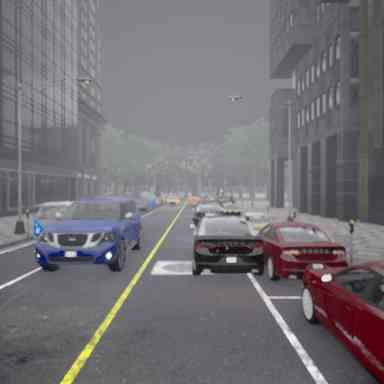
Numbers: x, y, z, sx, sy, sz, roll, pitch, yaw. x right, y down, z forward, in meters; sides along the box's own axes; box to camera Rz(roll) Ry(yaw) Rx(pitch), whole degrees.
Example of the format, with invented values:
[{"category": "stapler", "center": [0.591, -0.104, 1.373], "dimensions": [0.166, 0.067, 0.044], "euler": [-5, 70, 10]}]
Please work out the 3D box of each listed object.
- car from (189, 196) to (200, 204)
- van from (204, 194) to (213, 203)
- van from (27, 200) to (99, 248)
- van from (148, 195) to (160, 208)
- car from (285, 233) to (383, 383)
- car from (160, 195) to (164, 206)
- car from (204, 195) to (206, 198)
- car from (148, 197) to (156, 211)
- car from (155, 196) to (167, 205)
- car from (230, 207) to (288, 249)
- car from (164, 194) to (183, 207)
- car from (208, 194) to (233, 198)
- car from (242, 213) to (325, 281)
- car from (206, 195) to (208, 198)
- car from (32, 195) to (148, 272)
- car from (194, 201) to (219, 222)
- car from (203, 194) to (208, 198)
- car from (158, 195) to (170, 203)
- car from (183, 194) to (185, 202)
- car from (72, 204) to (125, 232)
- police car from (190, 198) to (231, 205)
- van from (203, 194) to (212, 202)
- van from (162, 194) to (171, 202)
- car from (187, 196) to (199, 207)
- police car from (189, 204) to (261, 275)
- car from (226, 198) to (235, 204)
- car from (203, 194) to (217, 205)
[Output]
[{"category": "car", "center": [0.389, 1.458, 62.161], "dimensions": [1.994, 1.385, 4.181], "euler": [0, 0, 0]}, {"category": "van", "center": [3.161, 1.232, 64.031], "dimensions": [1.690, 1.788, 3.998], "euler": [0, 0, 0]}, {"category": "van", "center": [-5.670, 1.311, 15.148], "dimensions": [1.690, 1.788, 3.998], "euler": [0, 0, 0]}, {"category": "van", "center": [-5.500, 1.264, 42.335], "dimensions": [1.690, 1.788, 3.998], "euler": [0, 0, 0]}, {"category": "car", "center": [2.788, 1.536, 4.220], "dimensions": [1.887, 1.381, 4.507], "euler": [0, 0, 0]}, {"category": "car", "center": [-5.467, 1.440, 47.603], "dimensions": [1.752, 1.417, 4.829], "euler": [0, 0, 0]}, {"category": "car", "center": [3.060, 1.459, 47.719], "dimensions": [1.887, 1.381, 4.507], "euler": [0, 0, 0]}, {"category": "car", "center": [-5.533, 1.497, 36.898], "dimensions": [1.947, 1.339, 4.313], "euler": [0, 0, 0]}, {"category": "car", "center": [-5.398, 1.424, 58.478], "dimensions": [1.752, 1.417, 4.829], "euler": [0, 0, 0]}, {"category": "car", "center": [2.857, 1.495, 15.264], "dimensions": [1.752, 1.417, 4.829], "euler": [0, 0, 0]}, {"category": "car", "center": [-2.778, 1.388, 50.012], "dimensions": [1.882, 1.535, 5.008], "euler": [0, 0, 0]}, {"category": "car", "center": [2.957, 1.255, 31.406], "dimensions": [2.192, 1.841, 5.009], "euler": [0, 0, 0]}, {"category": "car", "center": [2.822, 1.525, 9.657], "dimensions": [1.887, 1.381, 4.507], "euler": [0, 0, 0]}, {"category": "car", "center": [3.027, 1.448, 42.451], "dimensions": [1.752, 1.417, 4.829], "euler": [0, 0, 0]}, {"category": "car", "center": [-3.031, 1.199, 11.112], "dimensions": [2.150, 2.045, 5.566], "euler": [0, 0, 0]}, {"category": "car", "center": [1.065, 1.476, 26.372], "dimensions": [1.812, 1.442, 4.674], "euler": [0, 0, 0]}, {"category": "car", "center": [3.094, 1.346, 53.156], "dimensions": [1.967, 1.590, 4.097], "euler": [0, 0, 0]}, {"category": "car", "center": [-5.363, 1.332, 64.085], "dimensions": [1.967, 1.590, 4.097], "euler": [0, 0, 0]}, {"category": "car", "center": [-2.541, 1.242, 73.425], "dimensions": [2.097, 1.767, 4.553], "euler": [0, 0, 0]}, {"category": "car", "center": [-5.635, 1.511, 20.585], "dimensions": [2.008, 1.369, 4.403], "euler": [0, 0, 0]}, {"category": "police car", "center": [1.027, 1.385, 20.483], "dimensions": [1.930, 1.638, 5.238], "euler": [0, 0, 0]}, {"category": "van", "center": [3.196, 1.225, 69.469], "dimensions": [1.690, 1.788, 3.998], "euler": [0, 0, 0]}, {"category": "van", "center": [-5.330, 1.225, 69.522], "dimensions": [1.690, 1.788, 3.998], "euler": [0, 0, 0]}, {"category": "car", "center": [0.313, 1.391, 48.215], "dimensions": [1.882, 1.535, 5.008], "euler": [0, 0, 1]}, {"category": "police car", "center": [0.954, 1.404, 10.482], "dimensions": [1.930, 1.638, 5.238], "euler": [0, 0, 0]}, {"category": "car", "center": [2.925, 1.475, 26.139], "dimensions": [1.752, 1.417, 4.829], "euler": [0, 0, 0]}, {"category": "car", "center": [3.127, 1.214, 58.594], "dimensions": [2.192, 1.841, 5.009], "euler": [0, 0, 0]}]
